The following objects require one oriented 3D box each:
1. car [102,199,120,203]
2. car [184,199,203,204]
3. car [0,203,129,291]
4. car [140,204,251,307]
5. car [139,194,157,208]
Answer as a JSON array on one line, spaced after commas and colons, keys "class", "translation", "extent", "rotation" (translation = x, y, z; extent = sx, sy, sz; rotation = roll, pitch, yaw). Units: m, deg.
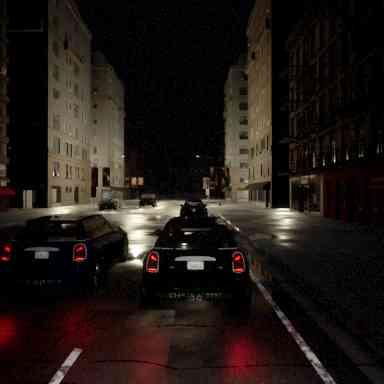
[{"class": "car", "translation": [-9.806, 1.584, 40.123], "extent": [1.994, 1.385, 4.181], "rotation": [0, 0, 0]}, {"class": "car", "translation": [0.117, 1.362, 26.112], "extent": [2.097, 1.767, 4.553], "rotation": [0, 0, 0]}, {"class": "car", "translation": [-3.148, 1.353, 9.156], "extent": [2.097, 1.767, 4.553], "rotation": [0, 0, 1]}, {"class": "car", "translation": [0.101, 1.353, 8.160], "extent": [2.097, 1.767, 4.553], "rotation": [0, 0, 1]}, {"class": "car", "translation": [-6.479, 1.249, 49.329], "extent": [2.150, 2.045, 5.566], "rotation": [0, 0, 0]}]
